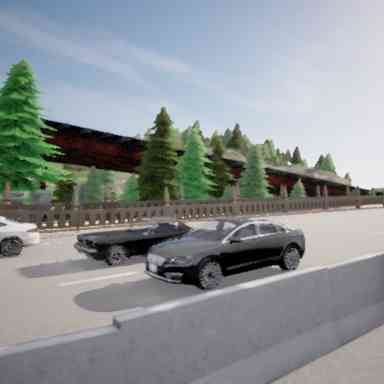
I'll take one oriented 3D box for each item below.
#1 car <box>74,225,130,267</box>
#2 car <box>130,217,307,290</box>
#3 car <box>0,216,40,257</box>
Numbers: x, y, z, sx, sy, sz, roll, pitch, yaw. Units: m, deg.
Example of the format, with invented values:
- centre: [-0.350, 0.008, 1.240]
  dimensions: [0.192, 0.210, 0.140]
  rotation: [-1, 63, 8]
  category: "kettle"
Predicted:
- centre: [-1.517, 1.576, 11.507]
  dimensions: [4.718, 1.301, 1.895]
  rotation: [-1, 0, -35]
  category: "car"
- centre: [1.096, 1.461, 9.071]
  dimensions: [4.902, 1.511, 2.128]
  rotation: [-1, 0, -35]
  category: "car"
- centre: [-7.747, 1.526, 11.363]
  dimensions: [4.674, 1.442, 1.812]
  rotation: [0, 0, -35]
  category: "car"
